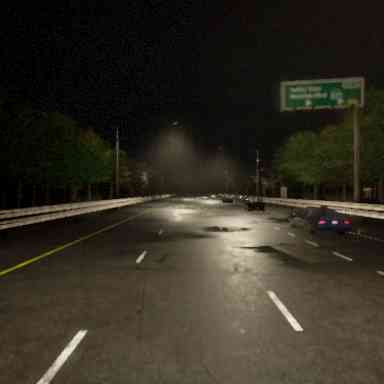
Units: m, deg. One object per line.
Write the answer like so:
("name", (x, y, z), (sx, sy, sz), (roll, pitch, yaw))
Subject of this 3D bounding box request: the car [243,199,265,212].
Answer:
("car", (7.030, 1.484, 37.862), (2.128, 1.511, 4.902), (0, 0, 0))

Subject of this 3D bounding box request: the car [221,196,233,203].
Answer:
("car", (7.057, 1.551, 67.356), (1.994, 1.385, 4.181), (0, 0, 0))

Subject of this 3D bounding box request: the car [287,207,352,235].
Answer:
("car", (7.009, 1.545, 18.838), (2.033, 1.411, 5.357), (0, 0, 0))
